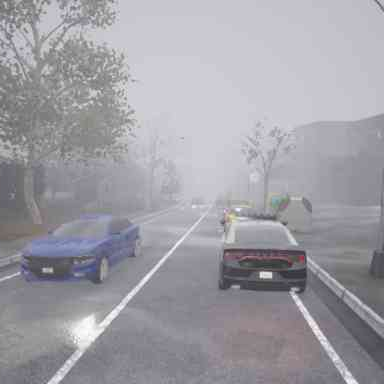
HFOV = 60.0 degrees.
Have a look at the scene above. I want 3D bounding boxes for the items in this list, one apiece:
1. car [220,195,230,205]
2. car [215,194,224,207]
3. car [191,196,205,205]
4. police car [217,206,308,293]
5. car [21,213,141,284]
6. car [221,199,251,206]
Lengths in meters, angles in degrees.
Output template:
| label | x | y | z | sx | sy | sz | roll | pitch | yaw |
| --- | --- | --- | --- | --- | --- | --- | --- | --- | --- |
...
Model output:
| label | x | y | z | sx | sy | sz | roll | pitch | yaw |
| --- | --- | --- | --- | --- | --- | --- | --- | --- | --- |
| car | 3.385 | 1.277 | 24.929 | 2.097 | 1.767 | 4.553 | 1 | 0 | 6 |
| car | 4.480 | 1.164 | 48.083 | 2.097 | 1.767 | 4.553 | 0 | 0 | 3 |
| car | 0.903 | 1.353 | 51.329 | 1.994 | 1.385 | 4.181 | 0 | 0 | 1 |
| police car | 1.720 | 1.414 | 9.083 | 1.930 | 1.638 | 5.238 | 1 | 0 | 6 |
| car | -2.884 | 1.419 | 9.705 | 1.882 | 1.535 | 5.008 | 1 | 0 | 6 |
| car | 2.777 | 1.405 | 19.154 | 1.801 | 1.575 | 5.366 | 1 | 0 | 6 |
